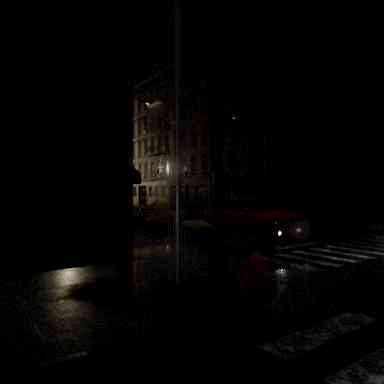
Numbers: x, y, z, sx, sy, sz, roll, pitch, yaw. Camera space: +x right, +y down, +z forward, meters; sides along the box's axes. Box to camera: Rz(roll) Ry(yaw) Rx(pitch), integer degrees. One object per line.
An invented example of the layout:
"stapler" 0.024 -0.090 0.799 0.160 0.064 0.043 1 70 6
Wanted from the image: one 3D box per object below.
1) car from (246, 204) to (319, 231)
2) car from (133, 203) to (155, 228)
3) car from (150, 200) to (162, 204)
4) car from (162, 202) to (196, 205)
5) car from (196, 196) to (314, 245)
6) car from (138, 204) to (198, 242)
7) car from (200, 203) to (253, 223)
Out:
"car" 5.735 1.558 21.528 1.947 1.339 4.313 0 0 -35
"car" -3.947 1.584 21.289 2.008 1.369 4.403 0 0 -35
"car" -3.783 1.529 34.893 1.752 1.417 4.829 0 0 -35
"car" -0.545 1.566 30.345 1.947 1.339 4.313 0 0 -35
"car" 2.846 1.237 16.108 2.150 2.045 5.566 0 0 -35
"car" -0.708 1.554 16.741 1.752 1.417 4.829 0 0 -35
"car" 2.595 1.578 25.937 1.802 1.307 4.206 0 0 -35
